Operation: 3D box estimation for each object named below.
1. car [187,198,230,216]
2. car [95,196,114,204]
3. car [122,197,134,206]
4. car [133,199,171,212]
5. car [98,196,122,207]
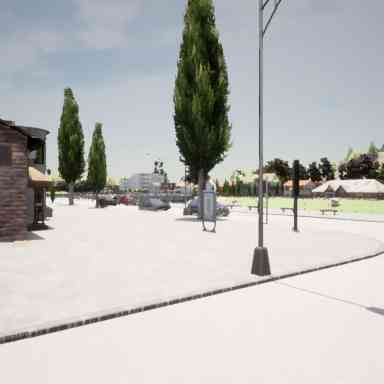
[{"bbox_3d":[1.482,1.352,31.287,2.097,1.767,4.553,0,0,-36],"label":"car"},{"bbox_3d":[-16.894,1.478,64.074,1.882,1.535,5.008,0,0,-36],"label":"car"},{"bbox_3d":[-10.939,1.526,55.782,1.812,1.442,4.674,0,0,-36],"label":"car"},{"bbox_3d":[-4.629,1.547,39.802,2.033,1.411,5.357,0,0,-36],"label":"car"},{"bbox_3d":[-13.281,1.477,51.963,1.882,1.535,5.008,0,0,-35],"label":"car"}]
